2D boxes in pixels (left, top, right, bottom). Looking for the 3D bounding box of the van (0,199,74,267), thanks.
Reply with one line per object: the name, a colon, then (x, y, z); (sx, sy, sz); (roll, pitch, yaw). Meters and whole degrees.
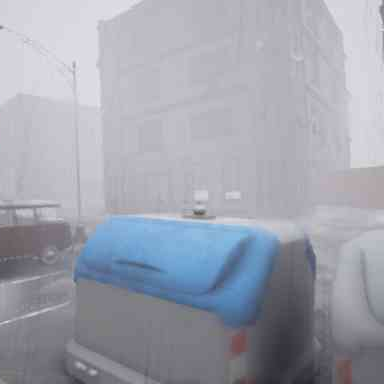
van: (-5.466, 1.214, 9.357); (1.878, 1.987, 4.442); (0, 0, 35)
